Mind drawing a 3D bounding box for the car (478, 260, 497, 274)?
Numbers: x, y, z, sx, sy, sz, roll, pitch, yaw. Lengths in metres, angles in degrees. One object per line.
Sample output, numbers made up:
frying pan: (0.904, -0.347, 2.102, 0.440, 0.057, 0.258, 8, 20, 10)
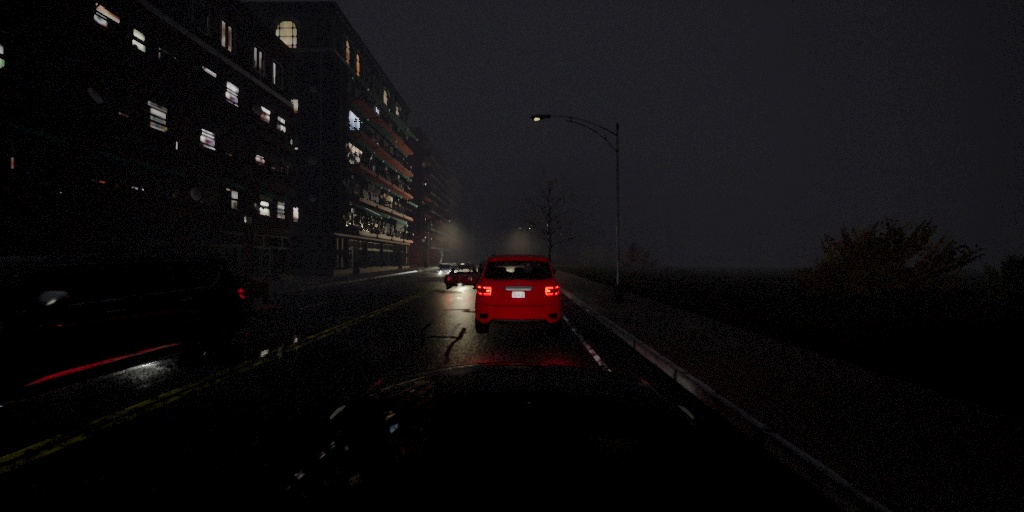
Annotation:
car: (-2.821, 1.228, 42.322, 1.882, 1.535, 5.008, 0, 0, 0)

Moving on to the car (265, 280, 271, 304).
car: (-9.778, 1.229, 11.007, 1.882, 1.535, 5.008, 0, 0, 0)

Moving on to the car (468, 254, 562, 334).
car: (0.169, 0.973, 10.817, 2.150, 2.045, 5.566, 0, 0, 1)

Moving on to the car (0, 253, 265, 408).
car: (-6.577, 0.972, 5.109, 2.150, 2.045, 5.566, 0, 0, 0)

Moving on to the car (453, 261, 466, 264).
car: (-6.224, 1.314, 47.713, 1.994, 1.385, 4.181, 0, 0, 1)

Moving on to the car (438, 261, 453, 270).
car: (-9.433, 1.350, 52.486, 1.895, 1.301, 4.718, 0, 0, 1)

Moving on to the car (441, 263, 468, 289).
car: (-2.979, 1.353, 23.001, 1.895, 1.301, 4.718, 0, 0, 0)
